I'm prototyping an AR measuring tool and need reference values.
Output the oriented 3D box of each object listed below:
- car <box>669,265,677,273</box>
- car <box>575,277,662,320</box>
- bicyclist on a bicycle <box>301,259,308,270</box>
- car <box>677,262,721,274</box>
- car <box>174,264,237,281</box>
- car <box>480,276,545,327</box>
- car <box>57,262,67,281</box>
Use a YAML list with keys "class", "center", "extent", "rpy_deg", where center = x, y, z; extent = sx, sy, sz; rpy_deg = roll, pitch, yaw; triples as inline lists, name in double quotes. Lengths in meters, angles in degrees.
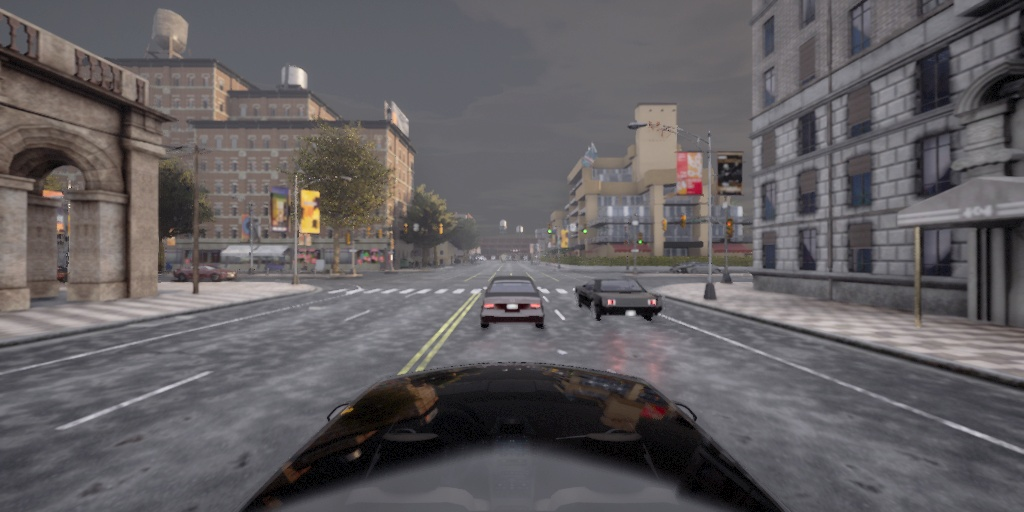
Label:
- class: "car"
  center: [22.977, 1.475, 46.610]
  extent: [4.902, 1.511, 2.128]
  rpy_deg: [0, 0, 0]
- class: "car"
  center: [3.500, 1.409, 12.801]
  extent: [1.895, 1.301, 4.718]
  rpy_deg: [0, 0, 0]
- class: "bicyclist on a bicycle"
  center: [-31.399, 1.326, 54.242]
  extent: [0.582, 1.620, 1.656]
  rpy_deg: [0, 0, 0]
- class: "car"
  center: [22.685, 1.529, 43.113]
  extent: [4.181, 1.385, 1.994]
  rpy_deg: [0, 0, 0]
- class: "car"
  center: [-26.714, 1.431, 31.274]
  extent: [4.674, 1.442, 1.812]
  rpy_deg: [0, 0, 0]
- class: "car"
  center: [0.004, 1.350, 11.678]
  extent: [2.033, 1.411, 5.357]
  rpy_deg: [0, 0, 0]
- class: "car"
  center: [-36.772, 1.431, 31.247]
  extent: [4.674, 1.442, 1.812]
  rpy_deg: [0, 0, 0]
